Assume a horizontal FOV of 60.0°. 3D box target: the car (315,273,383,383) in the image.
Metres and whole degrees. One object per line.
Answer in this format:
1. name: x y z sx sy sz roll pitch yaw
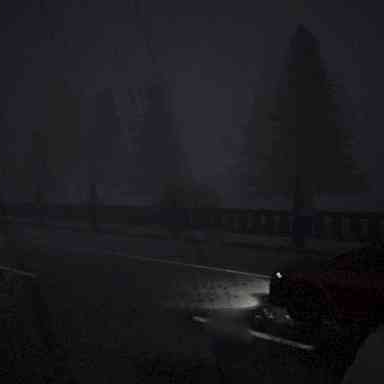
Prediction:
1. car: 3.275 1.592 1.655 4.718 1.301 1.895 0 0 36

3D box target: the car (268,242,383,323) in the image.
1. car: 3.502 1.567 5.794 4.181 1.385 1.994 0 0 36
